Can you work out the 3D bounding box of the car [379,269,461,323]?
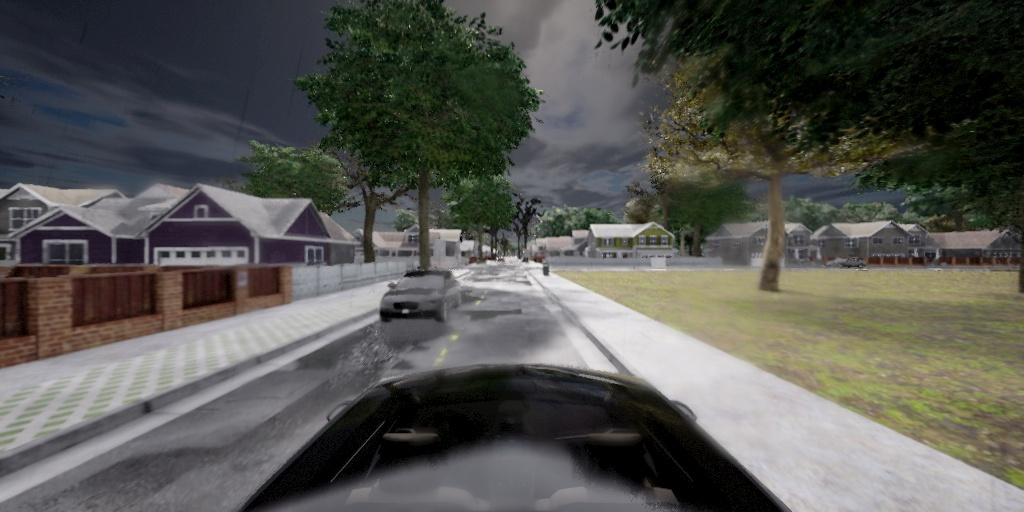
[{"bbox_3d":[-2.854,1.215,12.054,1.837,1.490,4.892,0,0,0],"label":"car"}]
